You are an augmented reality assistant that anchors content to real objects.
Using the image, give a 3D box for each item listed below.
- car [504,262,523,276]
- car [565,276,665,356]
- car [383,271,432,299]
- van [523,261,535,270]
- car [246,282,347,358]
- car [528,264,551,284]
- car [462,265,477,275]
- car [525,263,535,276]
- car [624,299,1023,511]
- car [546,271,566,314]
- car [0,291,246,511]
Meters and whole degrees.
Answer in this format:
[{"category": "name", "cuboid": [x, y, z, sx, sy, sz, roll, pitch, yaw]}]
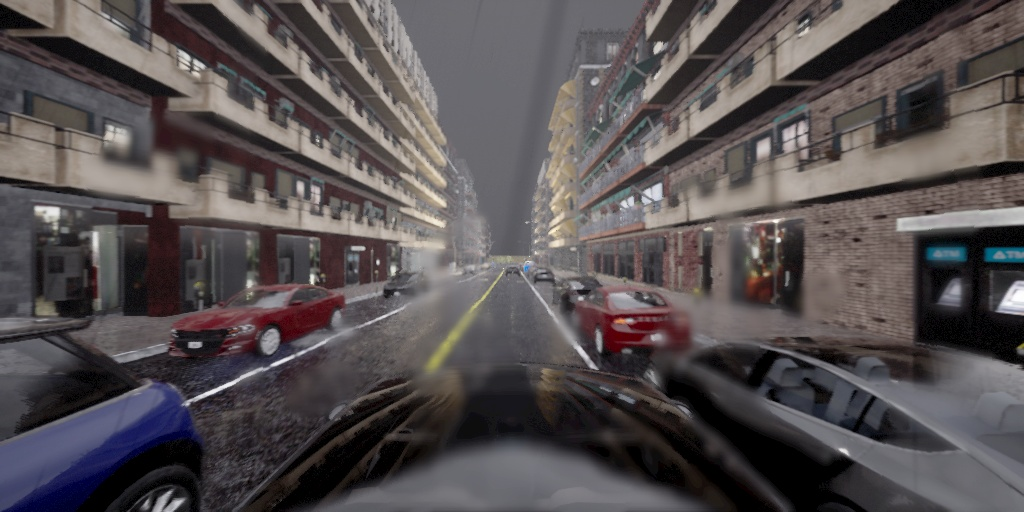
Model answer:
[{"category": "car", "cuboid": [0.097, 1.788, 46.486, 1.837, 1.490, 4.892, 0, 0, 0]}, {"category": "car", "cuboid": [2.656, 1.381, 8.757, 1.888, 1.381, 4.507, 0, 0, 0]}, {"category": "car", "cuboid": [-5.692, 1.536, 20.026, 1.948, 1.339, 4.313, 0, 0, 0]}, {"category": "van", "cuboid": [2.686, 1.709, 54.070, 1.690, 1.789, 3.998, 0, 0, 0]}, {"category": "car", "cuboid": [-5.692, 1.380, 8.696, 1.888, 1.381, 4.507, 0, 0, 0]}, {"category": "car", "cuboid": [2.689, 1.672, 31.412, 1.948, 1.339, 4.313, 0, 0, 0]}, {"category": "car", "cuboid": [-5.694, 1.854, 48.349, 2.007, 1.370, 4.403, 0, 0, 0]}, {"category": "car", "cuboid": [2.687, 1.724, 37.077, 2.007, 1.370, 4.403, 0, 0, 0]}, {"category": "car", "cuboid": [2.657, 1.333, 3.092, 1.948, 1.339, 4.313, 0, 0, 0]}, {"category": "car", "cuboid": [2.661, 1.470, 14.420, 1.948, 1.339, 4.313, 0, 0, 0]}, {"category": "car", "cuboid": [-3.099, 1.086, 0.447, 2.097, 1.767, 4.553, 0, -1, 0]}]
